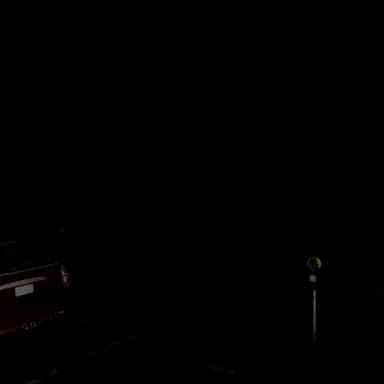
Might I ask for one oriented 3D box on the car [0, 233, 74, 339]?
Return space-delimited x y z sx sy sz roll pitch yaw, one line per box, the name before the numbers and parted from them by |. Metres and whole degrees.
car | -3.995 1.440 5.928 4.097 1.590 1.967 0 0 36
